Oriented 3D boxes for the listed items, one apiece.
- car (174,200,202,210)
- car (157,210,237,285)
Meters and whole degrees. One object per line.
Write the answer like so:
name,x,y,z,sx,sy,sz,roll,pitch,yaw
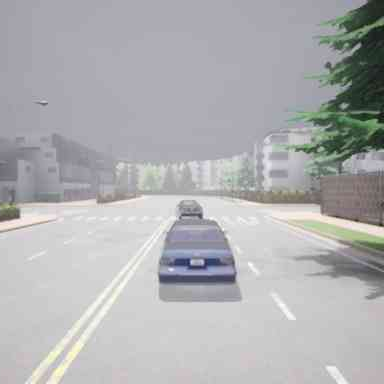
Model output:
car,-0.346,1.336,26.526,2.033,1.411,5.357,0,0,-8
car,0.096,1.472,9.351,2.033,1.411,5.357,0,0,0
